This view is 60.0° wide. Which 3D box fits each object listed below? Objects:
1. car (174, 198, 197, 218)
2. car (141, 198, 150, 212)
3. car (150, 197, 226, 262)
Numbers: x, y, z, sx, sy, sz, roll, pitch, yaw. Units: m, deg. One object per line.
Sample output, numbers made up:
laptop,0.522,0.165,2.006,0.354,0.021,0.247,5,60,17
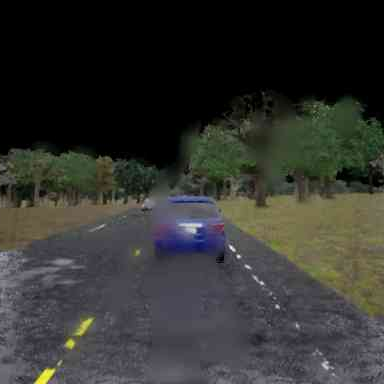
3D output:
car,-0.609,1.384,29.907,1.882,1.535,5.008,0,0,-2
car,-4.519,1.437,37.123,1.837,1.490,4.892,0,0,-2
car,-0.093,1.168,12.011,2.150,2.045,5.566,0,0,-1
